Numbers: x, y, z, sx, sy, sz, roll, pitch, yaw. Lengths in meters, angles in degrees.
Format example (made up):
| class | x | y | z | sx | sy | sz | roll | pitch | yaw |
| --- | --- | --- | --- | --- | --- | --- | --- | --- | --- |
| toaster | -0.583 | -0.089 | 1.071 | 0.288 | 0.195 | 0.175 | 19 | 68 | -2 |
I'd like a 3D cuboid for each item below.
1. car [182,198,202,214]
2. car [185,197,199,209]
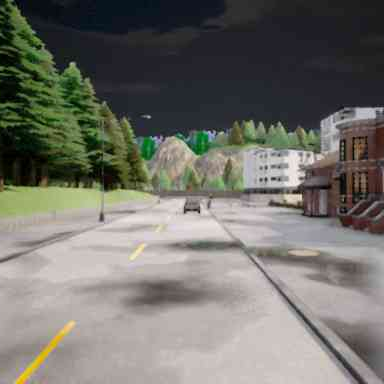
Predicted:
| class | x | y | z | sx | sy | sz | roll | pitch | yaw |
| --- | --- | --- | --- | --- | --- | --- | --- | --- | --- |
| car | -0.001 | 1.543 | 35.793 | 2.128 | 1.511 | 4.902 | 0 | 0 | 0 |
| car | 0.006 | 1.574 | 47.007 | 1.837 | 1.490 | 4.892 | 0 | 0 | 0 |
